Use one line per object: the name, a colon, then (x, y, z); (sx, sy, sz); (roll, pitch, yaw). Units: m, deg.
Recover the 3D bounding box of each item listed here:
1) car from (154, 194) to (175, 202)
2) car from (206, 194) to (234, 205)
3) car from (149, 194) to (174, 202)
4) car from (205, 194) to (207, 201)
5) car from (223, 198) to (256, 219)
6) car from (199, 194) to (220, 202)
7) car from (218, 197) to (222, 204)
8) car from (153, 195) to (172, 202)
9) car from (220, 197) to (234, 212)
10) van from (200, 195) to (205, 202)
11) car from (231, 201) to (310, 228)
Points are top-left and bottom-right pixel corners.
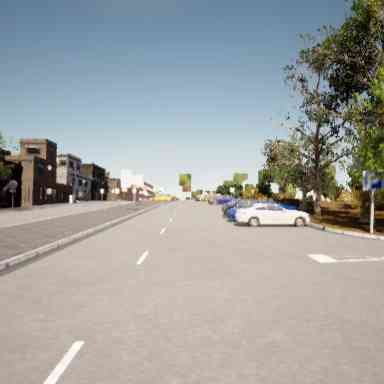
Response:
car: (-7.469, 1.626, 91.916); (5.566, 2.045, 2.435); (0, -1, -1)
car: (5.115, 1.320, 55.263); (4.553, 1.767, 2.185); (0, 0, 0)
car: (-7.569, 1.603, 79.765); (5.366, 1.575, 1.946); (0, -1, 0)
car: (5.042, 1.488, 58.433); (4.674, 1.452, 2.002); (0, 0, 0)
car: (5.090, 1.432, 24.377); (5.008, 1.535, 2.097); (0, 0, 0)
car: (4.763, 1.587, 90.401); (5.566, 2.045, 2.435); (0, -2, -1)
car: (5.081, 1.475, 30.927); (4.674, 1.452, 2.002); (0, 0, 0)
car: (-7.379, 1.532, 82.686); (4.553, 1.767, 2.185); (0, -1, -1)
car: (5.079, 1.434, 27.651); (4.892, 1.521, 2.231); (0, 0, 0)
van: (4.772, 1.375, 79.229); (4.442, 1.987, 1.878); (0, -1, 0)
car: (5.082, 1.471, 21.229); (4.674, 1.452, 2.002); (0, 0, 0)
